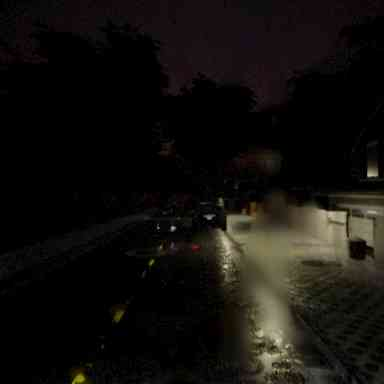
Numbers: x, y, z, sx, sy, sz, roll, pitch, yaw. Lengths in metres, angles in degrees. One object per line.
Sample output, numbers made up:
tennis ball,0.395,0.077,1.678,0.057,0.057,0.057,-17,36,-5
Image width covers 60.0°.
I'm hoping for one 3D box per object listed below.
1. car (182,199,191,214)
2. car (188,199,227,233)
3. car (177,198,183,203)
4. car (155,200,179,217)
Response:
car,0.020,1.930,42.331,1.837,1.490,4.892,0,0,1
car,0.993,1.516,21.199,2.097,1.767,4.553,-2,0,0
car,-2.500,2.051,76.791,1.812,1.442,4.674,0,-1,0
car,-2.723,1.874,35.575,1.812,1.442,4.674,0,-1,0
